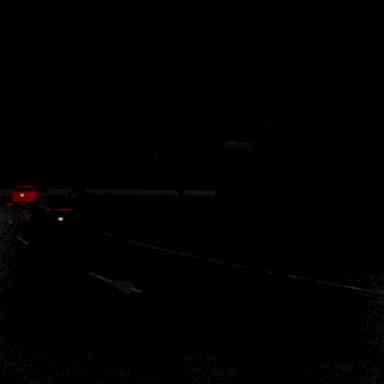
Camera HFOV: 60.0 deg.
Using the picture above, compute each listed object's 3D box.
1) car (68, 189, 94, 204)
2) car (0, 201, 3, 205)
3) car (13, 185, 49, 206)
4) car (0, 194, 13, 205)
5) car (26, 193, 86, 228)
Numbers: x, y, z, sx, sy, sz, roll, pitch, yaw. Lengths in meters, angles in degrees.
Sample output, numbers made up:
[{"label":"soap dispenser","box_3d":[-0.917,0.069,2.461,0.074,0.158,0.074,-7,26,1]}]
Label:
[{"label":"car","box_3d":[-12.532,0.499,37.288,2.097,1.767,4.553,1,1,-1]},{"label":"car","box_3d":[-10.630,1.114,16.450,1.895,1.301,4.718,1,1,-31]},{"label":"car","box_3d":[-15.970,0.353,33.453,2.150,2.045,5.566,1,1,-6]},{"label":"car","box_3d":[-19.134,0.655,31.595,1.994,1.385,4.181,1,1,-8]},{"label":"car","box_3d":[-7.680,1.039,18.412,2.128,1.511,4.902,1,1,-30]}]
